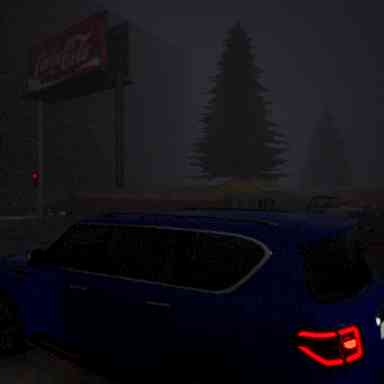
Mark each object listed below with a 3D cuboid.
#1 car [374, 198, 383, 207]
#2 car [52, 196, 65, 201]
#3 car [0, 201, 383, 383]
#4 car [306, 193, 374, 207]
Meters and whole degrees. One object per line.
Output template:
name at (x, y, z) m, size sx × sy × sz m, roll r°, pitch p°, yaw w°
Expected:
car at (11.417, 1.366, 23.846) m, size 4.193 × 1.474 × 1.816 m, roll 0°, pitch 0°, yaw 35°
car at (-13.679, 1.413, 36.026) m, size 2.150 × 2.045 × 5.566 m, roll 0°, pitch 0°, yaw 35°
car at (-0.555, 1.240, 4.394) m, size 5.566 × 2.045 × 2.150 m, roll 0°, pitch 0°, yaw 36°
car at (9.476, 1.179, 21.790) m, size 3.866 × 1.878 × 1.905 m, roll 0°, pitch 0°, yaw 35°
